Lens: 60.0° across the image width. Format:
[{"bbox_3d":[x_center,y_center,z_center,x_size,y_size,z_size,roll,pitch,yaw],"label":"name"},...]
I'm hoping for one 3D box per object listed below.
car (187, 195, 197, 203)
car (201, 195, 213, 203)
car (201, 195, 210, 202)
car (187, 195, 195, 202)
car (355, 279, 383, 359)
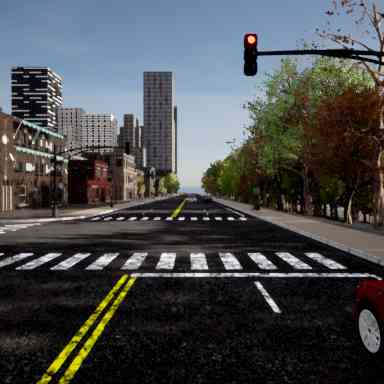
[{"bbox_3d":[-0.053,1.576,66.368,1.895,1.301,4.718,0,0,0],"label":"car"},{"bbox_3d":[3.196,1.522,65.807,2.033,1.411,5.357,0,0,0],"label":"car"},{"bbox_3d":[3.076,1.469,76.301,1.837,1.490,4.892,0,0,0],"label":"car"},{"bbox_3d":[-0.178,1.468,77.360,1.837,1.490,4.892,0,0,0],"label":"car"},{"bbox_3d":[3.343,1.477,2.940,1.882,1.535,5.008,0,0,0],"label":"car"}]
